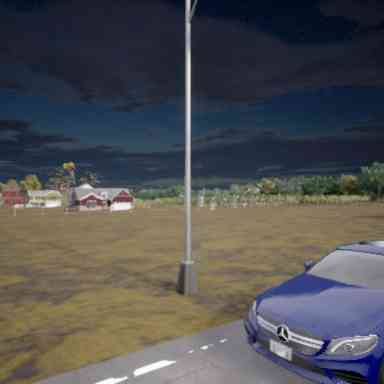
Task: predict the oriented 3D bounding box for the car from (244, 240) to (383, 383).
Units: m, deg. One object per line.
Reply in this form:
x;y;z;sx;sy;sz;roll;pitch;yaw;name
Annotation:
2.906;1.536;5.124;4.674;1.442;1.812;0;0;-35;car
